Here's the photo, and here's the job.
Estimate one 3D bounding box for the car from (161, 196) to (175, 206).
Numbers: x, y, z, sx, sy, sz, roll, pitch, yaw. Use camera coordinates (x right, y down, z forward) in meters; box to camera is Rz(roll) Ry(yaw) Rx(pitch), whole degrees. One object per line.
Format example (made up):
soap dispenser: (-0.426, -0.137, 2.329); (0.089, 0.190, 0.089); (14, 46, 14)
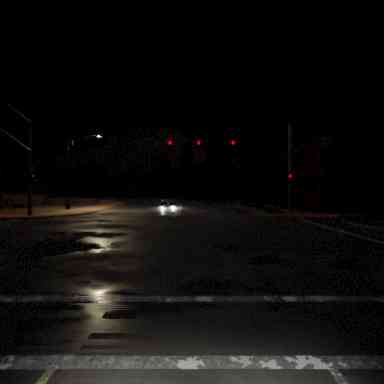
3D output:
car: (-3.415, 1.199, 46.547); (1.895, 1.301, 4.718); (0, 1, -6)
